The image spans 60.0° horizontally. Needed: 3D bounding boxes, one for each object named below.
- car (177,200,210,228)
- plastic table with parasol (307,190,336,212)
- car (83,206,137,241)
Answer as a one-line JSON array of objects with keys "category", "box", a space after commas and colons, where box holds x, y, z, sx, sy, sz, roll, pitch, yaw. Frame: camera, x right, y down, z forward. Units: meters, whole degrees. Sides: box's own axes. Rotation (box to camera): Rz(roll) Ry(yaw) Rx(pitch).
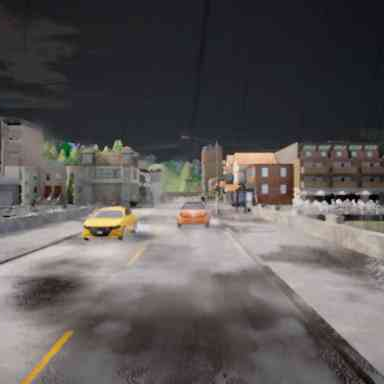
[{"category": "car", "box": [0.095, 1.424, 22.665, 2.097, 1.767, 4.553, 0, 0, 0]}, {"category": "plastic table with parasol", "box": [15.162, 1.044, 39.183, 2.482, 2.480, 2.482, 0, 0, 0]}, {"category": "car", "box": [-4.084, 1.533, 17.178, 1.882, 1.535, 5.008, 0, 0, 0]}]
